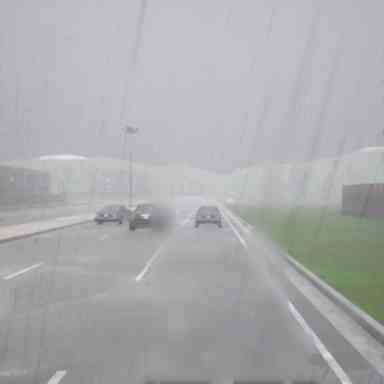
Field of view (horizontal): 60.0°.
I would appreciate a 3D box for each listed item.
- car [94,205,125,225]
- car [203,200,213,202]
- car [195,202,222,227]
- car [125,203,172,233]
[{"bbox_3d":[-5.771,1.690,25.301,2.033,1.411,5.357,0,0,3],"label":"car"},{"bbox_3d":[2.070,1.789,42.114,1.812,1.442,4.674,0,0,3],"label":"car"},{"bbox_3d":[1.183,1.699,24.159,2.033,1.411,5.357,0,0,3],"label":"car"},{"bbox_3d":[-2.476,1.476,20.934,2.097,1.767,4.553,0,0,3],"label":"car"}]
